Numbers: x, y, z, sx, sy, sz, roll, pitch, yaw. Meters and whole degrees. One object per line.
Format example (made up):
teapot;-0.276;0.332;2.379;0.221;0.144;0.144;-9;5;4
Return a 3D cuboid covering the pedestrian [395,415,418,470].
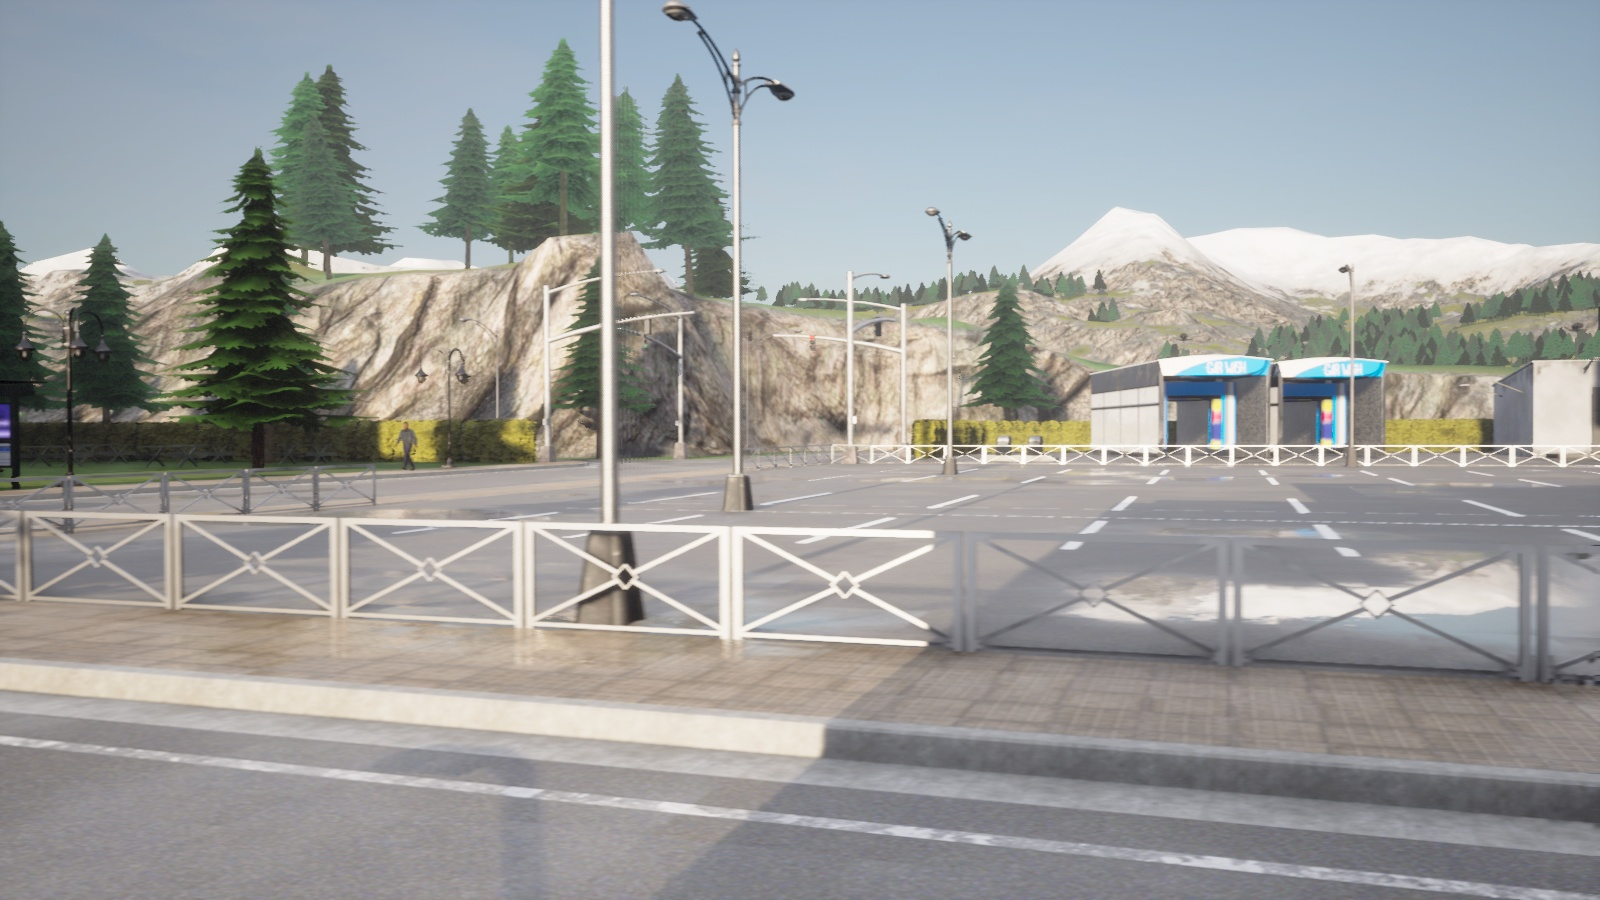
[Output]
pedestrian;-14.147;-0.278;45.117;0.423;1.949;0.788;0;1;16
